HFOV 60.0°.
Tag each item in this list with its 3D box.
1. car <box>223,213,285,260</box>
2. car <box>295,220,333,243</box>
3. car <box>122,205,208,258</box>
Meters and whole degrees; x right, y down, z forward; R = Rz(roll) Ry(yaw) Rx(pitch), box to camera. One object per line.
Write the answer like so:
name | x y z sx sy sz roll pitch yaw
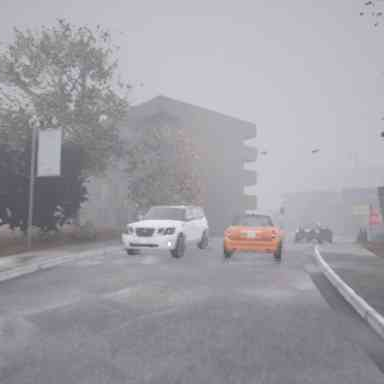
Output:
car | 2.708 1.691 13.839 2.097 1.767 4.553 -1 -4 17
car | 10.422 3.342 28.234 2.097 1.767 4.553 -3 -7 36
car | -0.879 1.568 14.407 2.150 2.045 5.566 -1 -4 18
